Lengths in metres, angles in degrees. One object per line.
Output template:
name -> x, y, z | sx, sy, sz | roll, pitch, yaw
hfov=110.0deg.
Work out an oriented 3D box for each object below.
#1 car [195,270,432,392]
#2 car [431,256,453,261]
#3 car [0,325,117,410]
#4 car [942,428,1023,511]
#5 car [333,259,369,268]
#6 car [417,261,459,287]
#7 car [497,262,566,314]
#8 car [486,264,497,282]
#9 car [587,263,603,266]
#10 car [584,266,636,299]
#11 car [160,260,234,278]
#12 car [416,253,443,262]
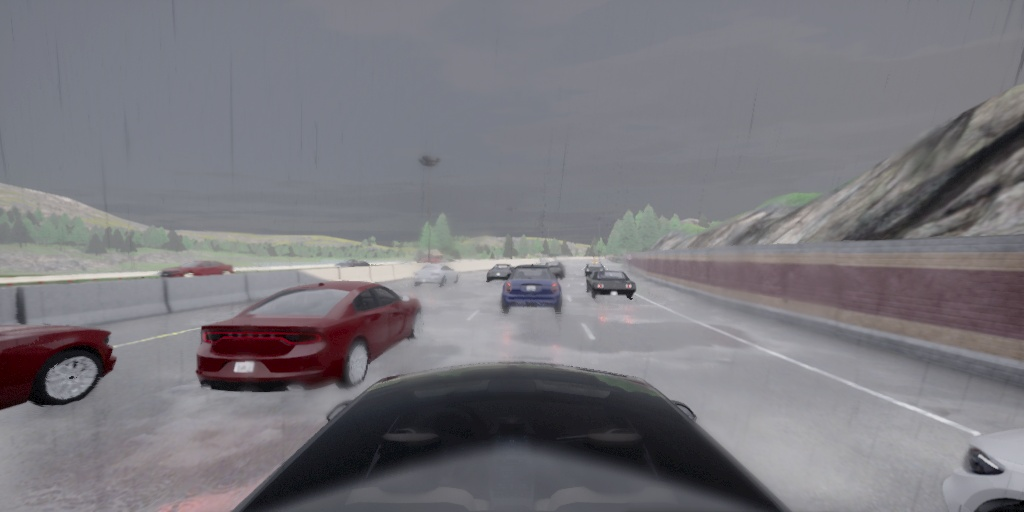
car -> -3.190, 1.213, 6.882 | 1.882, 1.535, 5.008 | 0, 0, 2
car -> -9.710, 1.149, 51.666 | 1.882, 1.535, 5.008 | 0, 0, 14
car -> -6.793, 1.205, 3.180 | 1.882, 1.535, 5.008 | 0, 0, 1
car -> 3.669, 1.289, 0.263 | 1.812, 1.442, 4.674 | 0, 0, -1
car -> -19.079, 1.142, 42.722 | 2.128, 1.511, 4.902 | 0, 0, 14
car -> -4.943, 1.239, 23.811 | 1.812, 1.442, 4.674 | 0, 0, 9
car -> 0.836, 1.093, 14.056 | 2.097, 1.767, 4.553 | 0, 0, 5
car -> -0.618, 1.286, 27.971 | 1.994, 1.385, 4.181 | 0, 0, 11
car -> 8.139, 1.343, 35.289 | 1.895, 1.301, 4.718 | 0, 0, 13
car -> 4.769, 1.350, 17.952 | 1.895, 1.301, 4.718 | 0, 0, 7
car -> -25.491, 1.121, 29.271 | 1.882, 1.535, 5.008 | 0, 0, 10
car -> -12.259, 0.885, 55.964 | 2.150, 2.045, 5.566 | 0, 0, 14
